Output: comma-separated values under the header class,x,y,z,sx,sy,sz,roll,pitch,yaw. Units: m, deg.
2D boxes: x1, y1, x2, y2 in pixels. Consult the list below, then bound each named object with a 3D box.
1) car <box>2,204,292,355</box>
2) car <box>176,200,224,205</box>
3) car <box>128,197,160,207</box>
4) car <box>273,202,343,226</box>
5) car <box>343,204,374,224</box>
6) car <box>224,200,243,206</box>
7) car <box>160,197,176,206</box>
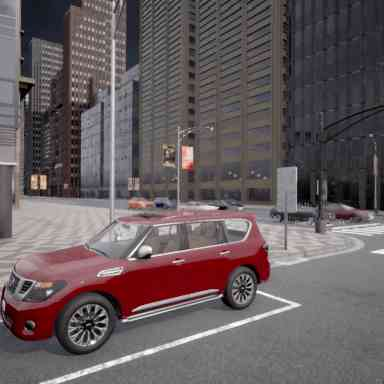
class,x,y,z,sx,sy,sz,roll,pitch,yaw
car,-0.672,1.315,6.290,5.009,1.841,2.192,0,0,-36
car,0.679,1.662,33.705,1.895,1.301,4.718,1,-1,-36
car,-6.637,1.462,43.885,2.097,1.767,4.553,1,0,-36
car,7.815,1.521,23.796,1.837,1.490,4.892,1,-1,-36
car,11.126,1.563,25.118,1.812,1.442,4.674,1,-1,-40
car,3.517,1.577,35.322,2.128,1.511,4.902,1,-1,-36
car,-3.501,1.484,45.084,2.097,1.767,4.553,1,-1,-36
